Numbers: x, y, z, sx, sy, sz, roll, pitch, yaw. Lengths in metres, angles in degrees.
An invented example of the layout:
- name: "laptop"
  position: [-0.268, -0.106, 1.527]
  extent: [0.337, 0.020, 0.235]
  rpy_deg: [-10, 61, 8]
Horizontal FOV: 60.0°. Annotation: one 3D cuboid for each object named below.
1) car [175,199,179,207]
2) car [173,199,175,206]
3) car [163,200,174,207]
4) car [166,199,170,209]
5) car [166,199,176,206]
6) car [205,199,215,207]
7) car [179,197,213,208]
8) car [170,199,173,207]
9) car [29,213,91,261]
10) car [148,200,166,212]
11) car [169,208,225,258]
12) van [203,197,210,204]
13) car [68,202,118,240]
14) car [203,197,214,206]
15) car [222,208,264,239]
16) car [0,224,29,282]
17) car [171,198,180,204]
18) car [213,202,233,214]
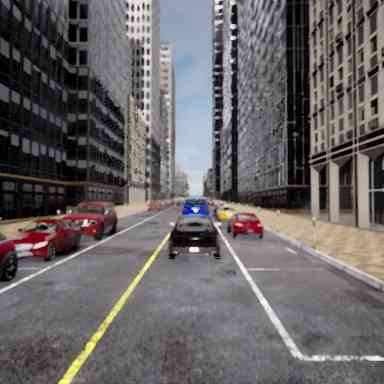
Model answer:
- name: "car"
  position: [-2.126, 2.231, 65.876]
  extent: [1.994, 1.385, 4.181]
  rpy_deg: [0, -1, 1]
- name: "car"
  position: [-4.833, 2.191, 62.989]
  extent: [2.008, 1.369, 4.403]
  rpy_deg: [1, -1, 1]
- name: "car"
  position: [-4.751, 2.263, 68.564]
  extent: [1.947, 1.339, 4.313]
  rpy_deg: [1, -1, 1]
- name: "car"
  position: [-4.998, 2.077, 51.841]
  extent: [2.008, 1.369, 4.403]
  rpy_deg: [1, -1, 1]
- name: "car"
  position: [-4.668, 2.299, 74.138]
  extent: [1.887, 1.381, 4.507]
  rpy_deg: [1, -1, 1]
- name: "car"
  position: [3.630, 2.243, 68.521]
  extent: [1.887, 1.381, 4.507]
  rpy_deg: [1, -1, 1]
- name: "car"
  position: [0.326, 1.504, 27.418]
  extent: [2.150, 2.045, 5.566]
  rpy_deg: [0, 0, 1]
- name: "car"
  position: [-4.916, 2.128, 57.415]
  extent: [1.887, 1.381, 4.507]
  rpy_deg: [1, -1, 1]
- name: "car"
  position: [-5.578, 1.713, 12.821]
  extent: [1.802, 1.307, 4.206]
  rpy_deg: [1, -1, 1]
- name: "car"
  position: [-5.081, 2.015, 46.266]
  extent: [1.887, 1.381, 4.507]
  rpy_deg: [1, -1, 1]
- name: "car"
  position: [0.131, 1.644, 13.327]
  extent: [1.837, 1.490, 4.892]
  rpy_deg: [0, 0, 1]
- name: "van"
  position: [3.965, 2.268, 90.828]
  extent: [1.690, 1.788, 3.998]
  rpy_deg: [1, -1, 1]
- name: "car"
  position: [-5.490, 1.502, 18.398]
  extent: [2.192, 1.841, 5.009]
  rpy_deg: [1, -1, 1]
- name: "car"
  position: [3.717, 2.070, 74.100]
  extent: [2.192, 1.841, 5.009]
  rpy_deg: [1, -1, 1]
- name: "car"
  position: [2.884, 1.770, 18.332]
  extent: [1.802, 1.307, 4.206]
  rpy_deg: [1, -1, 1]
- name: "car"
  position: [-5.658, 1.514, 7.248]
  extent: [1.967, 1.590, 4.097]
  rpy_deg: [1, -1, 1]
- name: "car"
  position: [-4.420, 2.476, 90.860]
  extent: [2.008, 1.369, 4.403]
  rpy_deg: [1, -1, 1]
- name: "car"
  position: [3.054, 1.828, 29.657]
  extent: [1.752, 1.417, 4.829]
  rpy_deg: [1, -1, 1]
